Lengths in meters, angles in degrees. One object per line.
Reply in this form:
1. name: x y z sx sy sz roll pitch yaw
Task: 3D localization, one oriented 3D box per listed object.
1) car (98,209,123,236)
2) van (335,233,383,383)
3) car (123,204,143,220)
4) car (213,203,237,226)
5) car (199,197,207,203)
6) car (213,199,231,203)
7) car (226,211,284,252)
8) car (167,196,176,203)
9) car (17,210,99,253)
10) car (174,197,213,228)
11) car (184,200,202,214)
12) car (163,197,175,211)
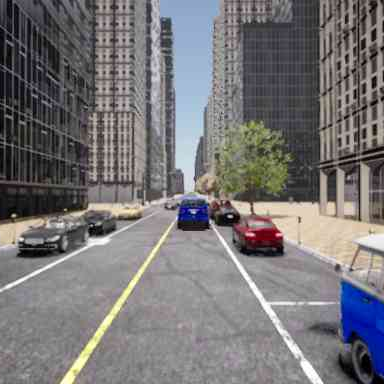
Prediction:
1. car: -5.683 1.741 19.839 1.947 1.339 4.313 0 0 0
2. van: 2.693 1.367 2.746 1.690 1.788 3.998 0 -1 0
3. car: -5.680 1.793 31.064 1.752 1.417 4.829 0 0 0
4. car: 2.699 1.789 25.534 1.947 1.339 4.313 0 0 0
5. car: 2.847 2.091 86.415 1.967 1.590 4.097 0 0 0
6. car: 2.701 1.584 31.232 2.192 1.841 5.009 0 0 0
7. car: 2.695 1.708 14.140 1.802 1.307 4.206 0 0 0
8. car: -5.760 1.997 92.097 2.192 1.841 5.009 0 0 0
9. car: -5.685 1.676 14.143 2.008 1.369 4.403 0 -1 0
10. car: 0.105 1.434 24.107 2.150 2.045 5.566 0 0 0
11. car: 0.111 1.842 41.837 2.128 1.511 4.902 0 0 0
12. car: -3.043 1.888 47.980 2.128 1.511 4.902 0 -1 0
